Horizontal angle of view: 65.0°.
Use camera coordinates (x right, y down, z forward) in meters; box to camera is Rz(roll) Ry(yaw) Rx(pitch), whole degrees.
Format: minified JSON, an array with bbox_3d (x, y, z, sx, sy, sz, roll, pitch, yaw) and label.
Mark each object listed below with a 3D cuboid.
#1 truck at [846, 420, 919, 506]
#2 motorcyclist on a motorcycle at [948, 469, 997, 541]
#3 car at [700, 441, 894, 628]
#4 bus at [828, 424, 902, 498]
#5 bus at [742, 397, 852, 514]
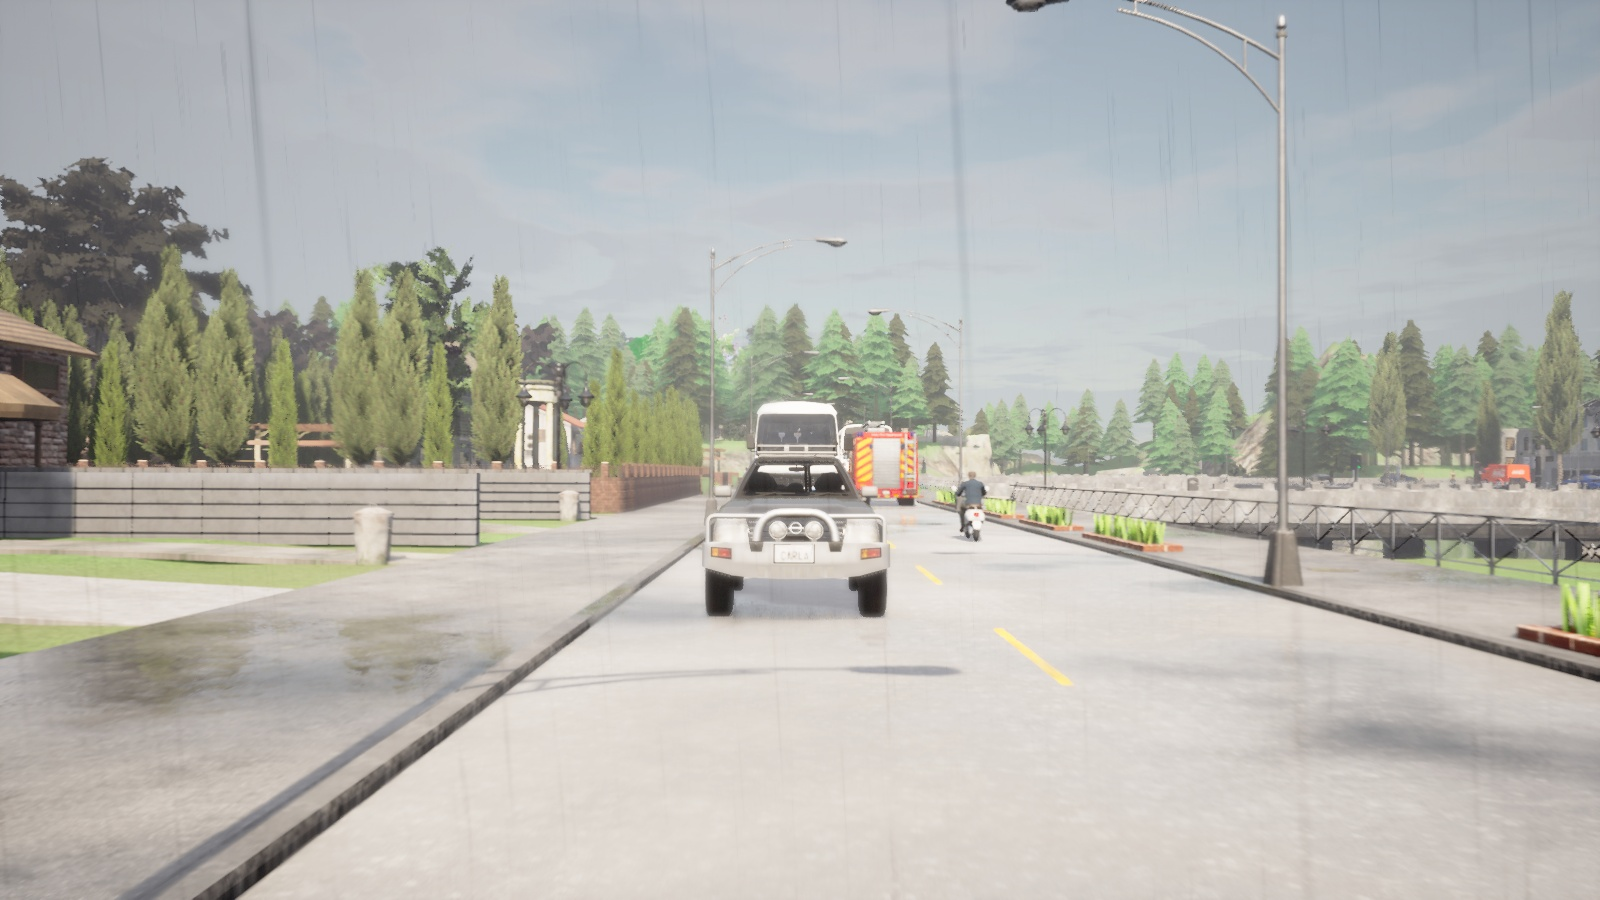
[{"bbox_3d":[3.853,0.649,60.598,2.891,3.827,8.468,0,-1,0],"label":"truck"},{"bbox_3d":[3.933,1.233,28.735,0.866,1.590,1.817,0,-1,0],"label":"motorcyclist on a motorcycle"},{"bbox_3d":[-0.036,0.880,14.858,1.932,1.855,4.605,0,-1,0],"label":"car"},{"bbox_3d":[3.814,0.710,76.884,3.944,4.253,10.273,0,-1,0],"label":"bus"},{"bbox_3d":[-0.125,0.286,50.616,3.944,4.253,10.273,0,-1,0],"label":"bus"}]
